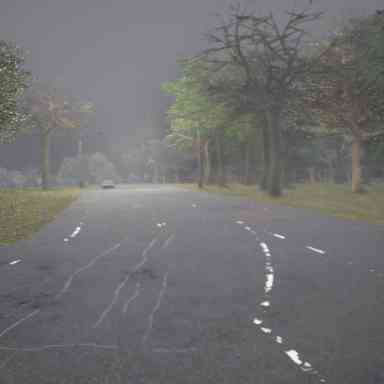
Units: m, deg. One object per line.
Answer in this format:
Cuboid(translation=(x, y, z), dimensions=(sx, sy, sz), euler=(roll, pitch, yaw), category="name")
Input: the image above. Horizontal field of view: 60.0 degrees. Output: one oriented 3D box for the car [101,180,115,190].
Cuboid(translation=(-12.230, -1.027, 48.396), dimensions=(2.033, 1.411, 5.357), euler=(-2, 3, -14), category="car")
